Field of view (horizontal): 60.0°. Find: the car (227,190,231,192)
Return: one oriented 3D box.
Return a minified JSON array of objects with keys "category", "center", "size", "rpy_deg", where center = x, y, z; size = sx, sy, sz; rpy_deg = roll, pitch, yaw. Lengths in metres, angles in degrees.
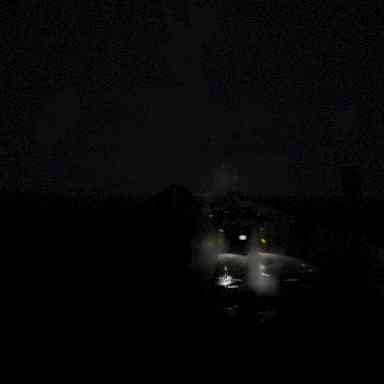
[{"category":"car","center":[2.805,0.846,34.238],"size":[1.812,1.442,4.674],"rpy_deg":[-2,1,3]}]

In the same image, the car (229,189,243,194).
[{"category":"car","center":[6.346,0.476,47.519],"size":[1.837,1.490,4.892],"rpy_deg":[-2,1,3]}]

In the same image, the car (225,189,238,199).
[{"category":"car","center":[6.807,0.295,57.675],"size":[1.837,1.490,4.892],"rpy_deg":[-2,1,3]}]

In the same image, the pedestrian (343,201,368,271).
[{"category":"pedestrian","center":[4.195,1.093,8.522],"size":[0.375,1.860,0.375],"rpy_deg":[0,-1,3]}]

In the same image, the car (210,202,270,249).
[{"category":"car","center":[1.849,1.336,13.357],"size":[1.994,1.385,4.181],"rpy_deg":[-2,1,3]}]

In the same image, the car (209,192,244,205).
[{"category":"car","center":[2.315,1.035,23.821],"size":[2.128,1.511,4.902],"rpy_deg":[-2,1,3]}]
